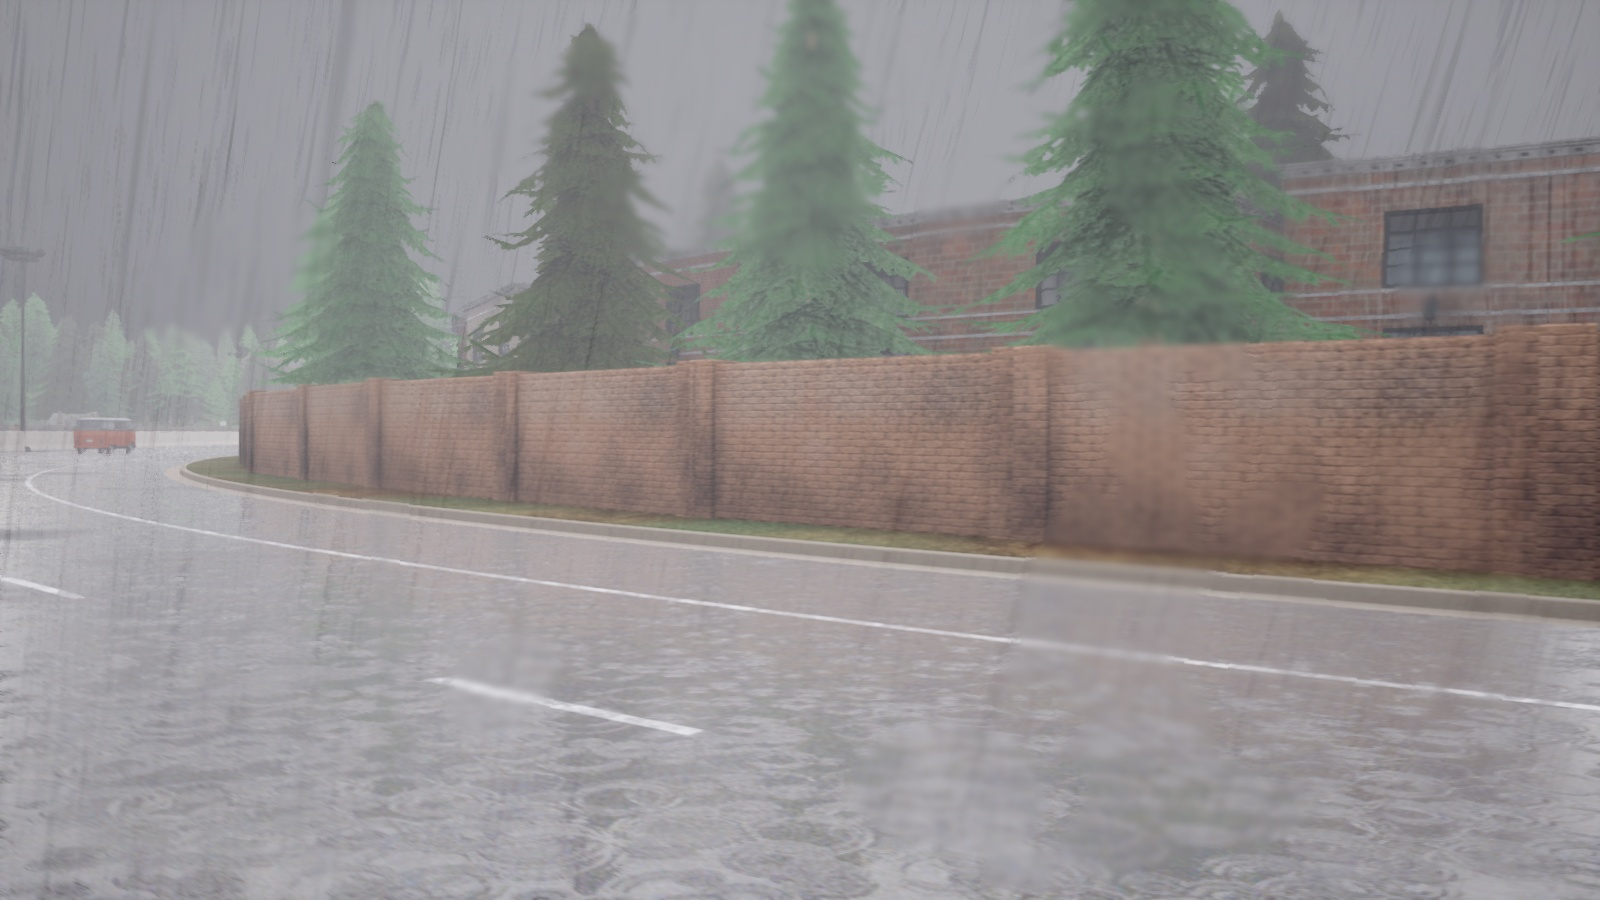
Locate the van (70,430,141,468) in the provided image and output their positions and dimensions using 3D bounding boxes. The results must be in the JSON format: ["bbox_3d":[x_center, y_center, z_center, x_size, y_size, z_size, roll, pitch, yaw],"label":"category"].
[{"bbox_3d":[-37.870,-0.087,68.594,1.775,1.987,4.442,-1,1,-7],"label":"van"}]
